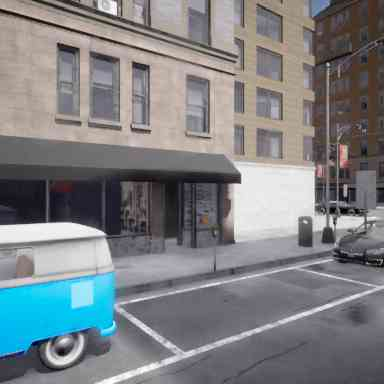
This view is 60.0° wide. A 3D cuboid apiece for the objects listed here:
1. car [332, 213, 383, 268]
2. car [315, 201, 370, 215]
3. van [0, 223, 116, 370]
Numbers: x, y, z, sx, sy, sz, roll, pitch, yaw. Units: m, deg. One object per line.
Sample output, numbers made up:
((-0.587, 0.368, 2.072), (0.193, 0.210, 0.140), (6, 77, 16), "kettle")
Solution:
((6.262, 1.551, 10.655), (4.403, 1.369, 2.008), (0, 0, -35), "car")
((13.798, 1.524, 30.922), (1.895, 1.301, 4.718), (0, 0, -35), "car")
((-2.957, 1.341, 4.081), (3.998, 1.788, 1.690), (0, 0, -35), "van")
